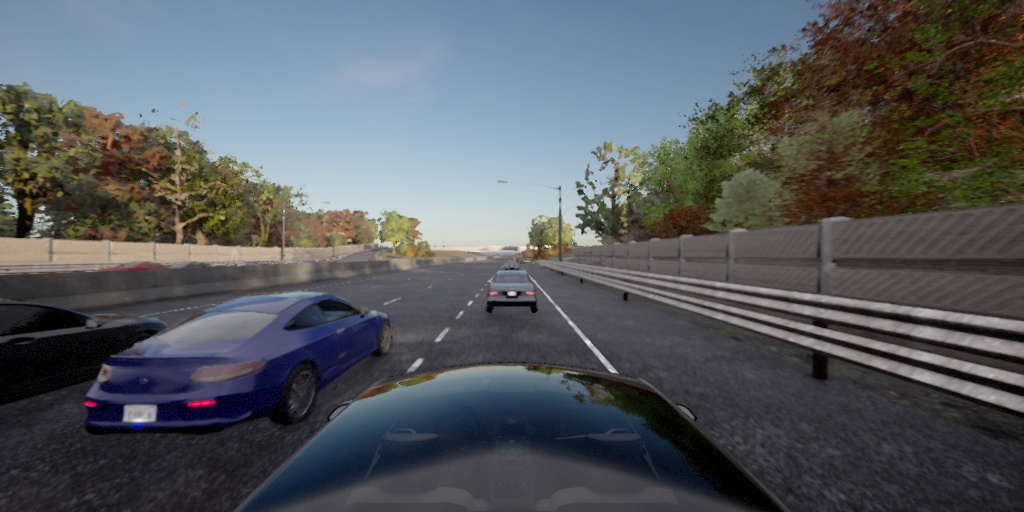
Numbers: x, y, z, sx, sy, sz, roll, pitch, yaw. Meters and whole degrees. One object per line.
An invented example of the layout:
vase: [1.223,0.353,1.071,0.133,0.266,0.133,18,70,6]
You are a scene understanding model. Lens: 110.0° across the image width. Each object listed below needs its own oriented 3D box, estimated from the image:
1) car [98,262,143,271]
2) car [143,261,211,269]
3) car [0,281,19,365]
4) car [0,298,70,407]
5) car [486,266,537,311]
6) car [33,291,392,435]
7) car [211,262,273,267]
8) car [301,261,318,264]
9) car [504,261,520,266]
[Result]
car: [-31.566,1.209,30.154,1.882,1.535,5.008,0,0,0]
car: [-28.072,1.209,30.928,1.882,1.535,5.008,0,0,0]
car: [-10.400,1.239,4.336,2.128,1.511,4.902,0,0,0]
car: [-6.902,1.252,4.373,1.837,1.490,4.892,0,0,0]
car: [-0.005,1.281,14.229,2.033,1.411,5.357,0,0,0]
car: [-3.402,1.270,5.581,1.812,1.442,4.674,0,0,0]
car: [-21.075,1.220,29.053,2.128,1.511,4.902,0,0,0]
car: [-24.567,1.281,43.213,2.033,1.411,5.357,0,0,1]
car: [-0.011,1.278,44.882,2.033,1.411,5.357,0,0,0]
